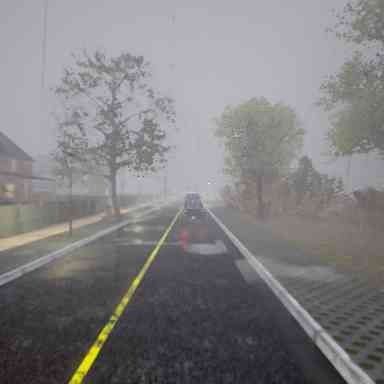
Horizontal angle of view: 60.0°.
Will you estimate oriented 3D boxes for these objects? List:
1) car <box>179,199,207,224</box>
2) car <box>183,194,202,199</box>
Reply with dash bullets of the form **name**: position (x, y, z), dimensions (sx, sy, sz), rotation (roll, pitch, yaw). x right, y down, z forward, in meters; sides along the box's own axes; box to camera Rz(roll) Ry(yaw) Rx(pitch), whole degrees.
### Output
- **car**: position (0.095, 1.483, 24.381), dimensions (2.128, 1.511, 4.902), rotation (0, 0, 0)
- **car**: position (0.089, 1.208, 42.984), dimensions (2.150, 2.045, 5.566), rotation (0, 0, 0)
